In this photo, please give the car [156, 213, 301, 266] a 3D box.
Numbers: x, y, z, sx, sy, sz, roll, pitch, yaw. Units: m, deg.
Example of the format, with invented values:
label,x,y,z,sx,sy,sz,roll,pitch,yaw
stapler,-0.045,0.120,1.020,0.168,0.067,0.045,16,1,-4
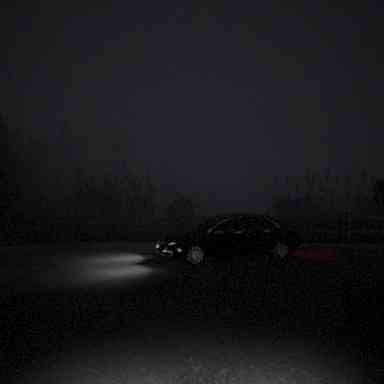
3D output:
label,x,y,z,sx,sy,sz,roll,pitch,yaw
car,1.246,1.477,11.160,4.892,1.490,1.837,0,-1,-16
